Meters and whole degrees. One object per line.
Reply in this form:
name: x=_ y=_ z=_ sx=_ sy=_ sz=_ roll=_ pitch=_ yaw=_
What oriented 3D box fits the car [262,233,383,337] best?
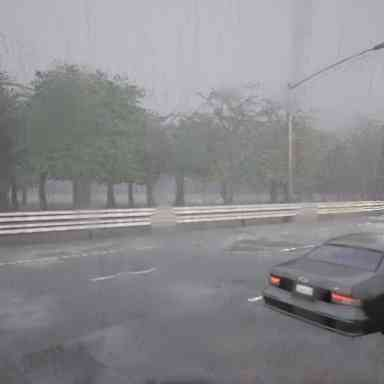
car: x=3.761 y=1.546 z=6.551 sx=5.357 sy=1.411 sz=2.033 roll=0 pitch=0 yaw=-35
